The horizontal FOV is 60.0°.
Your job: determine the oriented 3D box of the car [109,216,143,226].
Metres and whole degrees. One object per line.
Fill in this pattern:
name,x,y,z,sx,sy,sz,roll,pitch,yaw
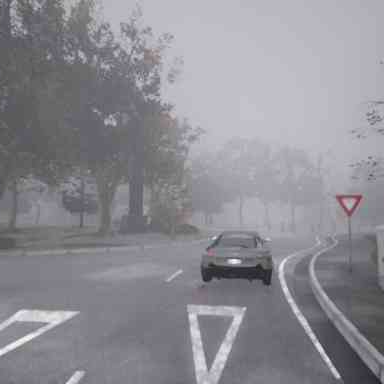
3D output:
car,-10.621,4.636,53.462,5.008,1.535,1.882,-1,-4,11

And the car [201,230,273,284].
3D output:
car,1.567,1.929,10.709,1.994,1.385,4.181,-1,-4,13

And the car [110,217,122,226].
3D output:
car,-9.588,4.540,50.104,4.718,1.301,1.895,-1,-4,14
